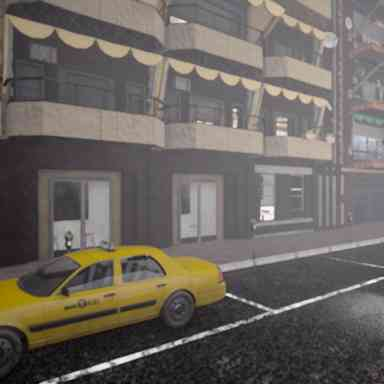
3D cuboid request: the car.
[{"bbox_3d":[-1.643,1.525,5.397,4.829,1.417,1.752,0,0,-36],"label":"car"}]
